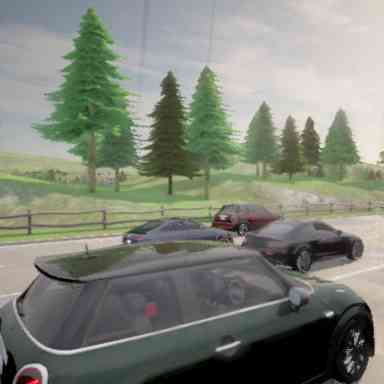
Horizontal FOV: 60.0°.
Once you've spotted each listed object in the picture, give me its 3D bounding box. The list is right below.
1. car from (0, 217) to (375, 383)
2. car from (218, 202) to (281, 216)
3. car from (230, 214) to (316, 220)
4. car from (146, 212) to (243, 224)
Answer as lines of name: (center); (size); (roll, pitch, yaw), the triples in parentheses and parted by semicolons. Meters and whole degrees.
car: (0.176, 1.372, 3.933); (4.553, 1.767, 2.097); (0, 0, -35)
car: (3.399, 1.439, 19.200); (4.553, 1.767, 2.097); (0, 0, -36)
car: (3.638, 1.572, 10.737); (4.674, 1.442, 1.812); (0, 0, -36)
car: (-0.444, 1.625, 12.132); (4.181, 1.385, 1.994); (0, 0, -35)
